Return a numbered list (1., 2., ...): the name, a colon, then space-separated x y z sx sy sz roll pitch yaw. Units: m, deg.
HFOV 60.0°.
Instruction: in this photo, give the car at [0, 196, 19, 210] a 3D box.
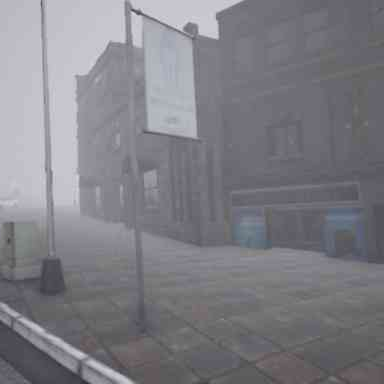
1. car: -27.156 1.590 47.660 2.150 2.045 5.566 -3 -1 2
